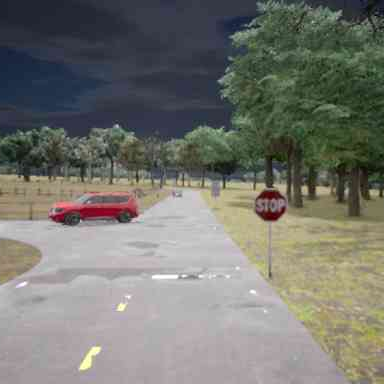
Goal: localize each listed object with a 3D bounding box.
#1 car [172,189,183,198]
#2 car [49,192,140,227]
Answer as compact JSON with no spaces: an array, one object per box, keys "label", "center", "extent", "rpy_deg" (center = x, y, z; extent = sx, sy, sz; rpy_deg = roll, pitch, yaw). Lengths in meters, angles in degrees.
[{"label":"car","center":[-2.800,0.282,64.113],"extent":[2.128,1.511,4.902],"rpy_deg":[0,2,0]},{"label":"car","center":[-6.096,1.045,21.274],"extent":[5.566,2.045,2.150],"rpy_deg":[1,3,-34]}]
